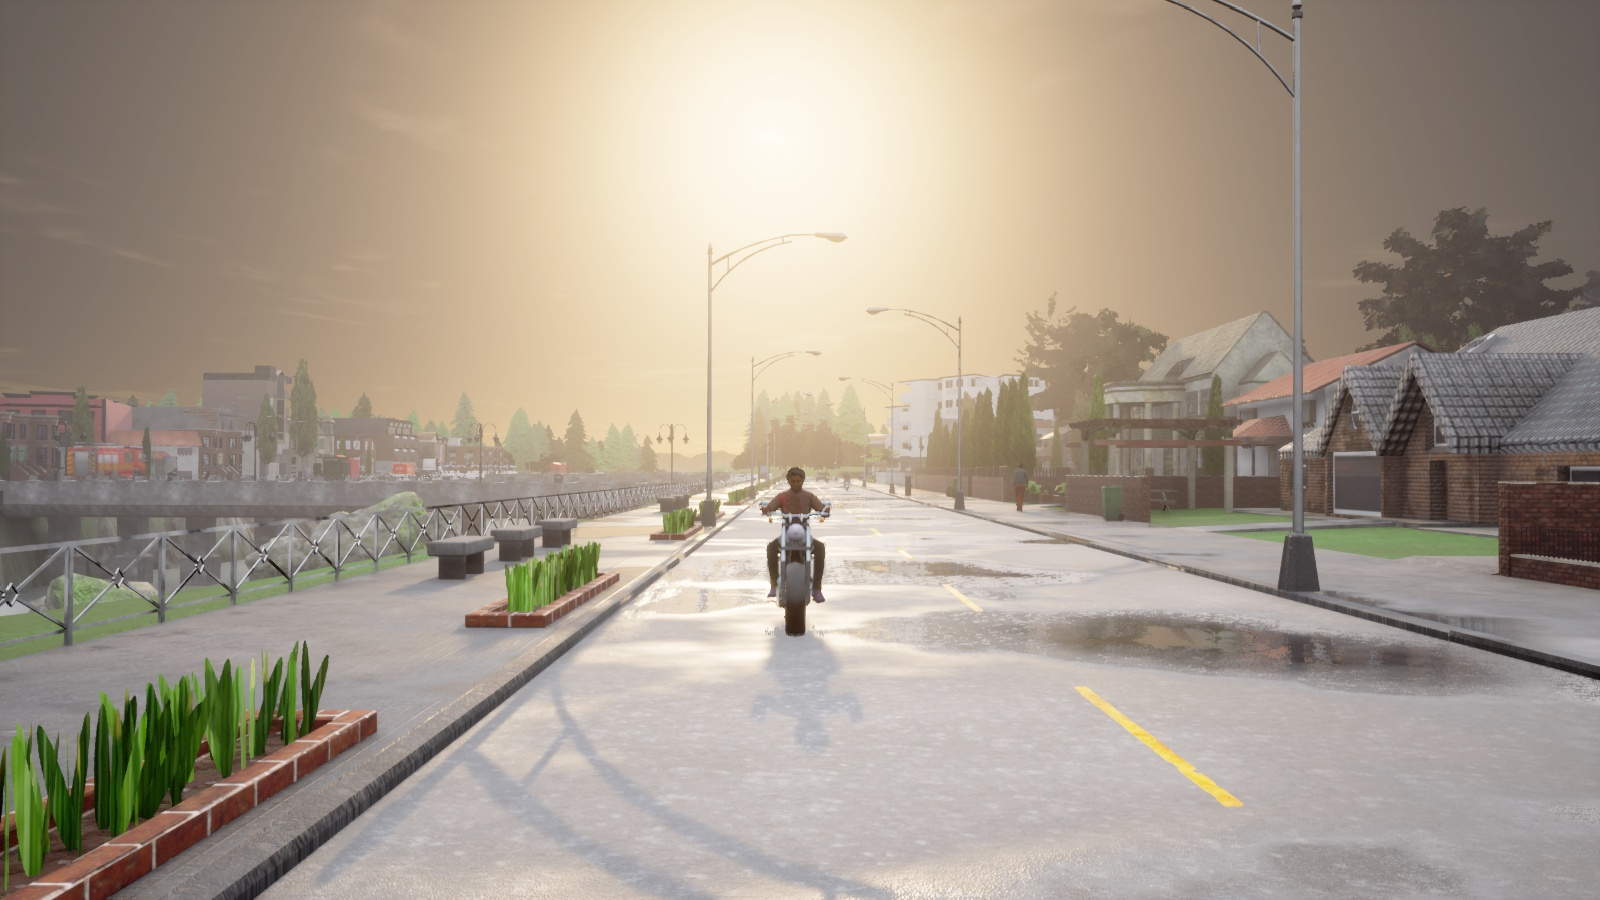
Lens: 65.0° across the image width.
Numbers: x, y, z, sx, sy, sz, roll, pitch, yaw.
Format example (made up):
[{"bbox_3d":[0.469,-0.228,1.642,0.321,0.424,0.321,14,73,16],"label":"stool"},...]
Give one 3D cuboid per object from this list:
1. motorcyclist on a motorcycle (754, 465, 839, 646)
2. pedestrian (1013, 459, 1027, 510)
[{"bbox_3d":[-0.034,0.977,12.650,0.766,1.649,2.350,0,-1,0],"label":"motorcyclist on a motorcycle"},{"bbox_3d":[8.044,1.261,45.919,0.353,1.847,0.614,0,-1,-1],"label":"pedestrian"}]
